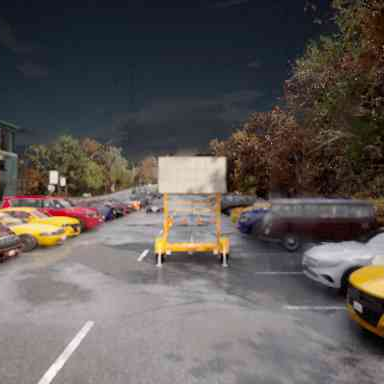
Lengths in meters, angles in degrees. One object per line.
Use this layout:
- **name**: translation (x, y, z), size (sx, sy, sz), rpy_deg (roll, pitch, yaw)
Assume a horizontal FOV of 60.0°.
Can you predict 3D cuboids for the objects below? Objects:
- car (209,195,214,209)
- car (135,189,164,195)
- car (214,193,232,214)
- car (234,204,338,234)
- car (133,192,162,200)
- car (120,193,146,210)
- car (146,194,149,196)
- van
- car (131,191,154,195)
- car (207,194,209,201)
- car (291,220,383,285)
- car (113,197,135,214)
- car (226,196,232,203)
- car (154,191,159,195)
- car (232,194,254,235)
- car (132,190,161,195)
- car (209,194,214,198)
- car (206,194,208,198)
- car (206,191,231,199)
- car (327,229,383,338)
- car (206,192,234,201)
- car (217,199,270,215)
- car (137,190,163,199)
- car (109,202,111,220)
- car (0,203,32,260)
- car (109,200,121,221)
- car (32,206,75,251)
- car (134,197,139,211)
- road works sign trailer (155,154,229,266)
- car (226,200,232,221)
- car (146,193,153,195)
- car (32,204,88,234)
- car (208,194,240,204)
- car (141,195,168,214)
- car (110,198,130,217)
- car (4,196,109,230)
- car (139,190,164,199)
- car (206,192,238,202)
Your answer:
- **car**: translation (4.859, 1.419, 35.887), size (5.366, 1.575, 1.946), rpy_deg (0, 1, 0)
- **car**: translation (-8.004, 0.585, 57.992), size (5.566, 2.045, 2.435), rpy_deg (0, 2, 0)
- **car**: translation (5.072, 1.231, 30.307), size (5.566, 2.045, 2.435), rpy_deg (0, 0, 0)
- **car**: translation (5.228, 1.504, 19.033), size (5.366, 1.575, 1.946), rpy_deg (0, 0, 0)
- **car**: translation (-8.038, 0.718, 60.793), size (5.008, 1.535, 2.097), rpy_deg (0, 2, 0)
- **car**: translation (-8.004, 1.258, 38.495), size (4.553, 1.767, 2.185), rpy_deg (0, 1, 0)
- **car**: translation (-8.006, 1.362, 41.284), size (4.792, 1.488, 2.163), rpy_deg (0, 1, 0)
- **van**: translation (4.926, 1.274, 13.463), size (4.442, 1.987, 1.878), rpy_deg (0, 0, 0)
- **car**: translation (-8.065, 1.079, 46.854), size (4.553, 1.767, 2.185), rpy_deg (0, 1, 0)
- **car**: translation (5.040, 1.200, 47.038), size (5.008, 1.535, 2.097), rpy_deg (0, 1, 0)
- **car**: translation (5.044, 1.533, 7.894), size (4.674, 1.452, 2.002), rpy_deg (0, 0, 0)
- **car**: translation (-8.042, 1.484, 30.140), size (5.008, 1.535, 2.097), rpy_deg (0, 0, 0)
- **car**: translation (5.075, 1.384, 24.727), size (4.553, 1.767, 2.185), rpy_deg (0, 0, 0)
- **car**: translation (-8.063, 1.072, 52.438), size (4.792, 1.488, 2.163), rpy_deg (0, 2, 0)
- **car**: translation (5.014, 1.252, 16.249), size (5.566, 2.045, 2.435), rpy_deg (0, 0, 0)
- **car**: translation (-8.039, 0.946, 55.215), size (4.892, 1.521, 2.231), rpy_deg (0, 2, 0)
- **car**: translation (5.039, 1.272, 44.121), size (4.892, 1.521, 2.231), rpy_deg (0, 1, 0)
- **car**: translation (5.041, 1.122, 49.827), size (5.008, 1.535, 2.097), rpy_deg (0, 2, 0)
- **car**: translation (5.050, 0.622, 63.765), size (4.674, 1.452, 2.002), rpy_deg (0, 3, 0)
- **car**: translation (5.046, 1.488, 5.108), size (5.008, 1.535, 2.097), rpy_deg (0, 0, 0)
- **car**: translation (5.076, 0.745, 60.855), size (4.792, 1.488, 2.163), rpy_deg (0, 3, 0)
- **car**: translation (5.050, 1.456, 33.098), size (5.008, 1.535, 2.097), rpy_deg (0, 1, 0)
- **car**: translation (-8.001, 0.465, 63.564), size (4.553, 1.767, 2.185), rpy_deg (0, 3, 0)
- **car**: translation (-8.040, 1.551, 21.778), size (4.674, 1.452, 2.002), rpy_deg (0, 0, 0)
- **car**: translation (-8.070, 1.371, 10.770), size (4.553, 1.767, 2.185), rpy_deg (0, 0, 0)
- **car**: translation (-8.066, 1.540, 24.564), size (4.792, 1.488, 2.163), rpy_deg (0, 0, 0)
- **car**: translation (-7.852, 1.497, 13.428), size (5.366, 1.575, 1.946), rpy_deg (0, 0, 0)
- **car**: translation (-8.033, 1.499, 32.930), size (4.674, 1.452, 2.002), rpy_deg (0, 0, 0)
- **road works sign trailer**: translation (0.002, 0.482, 11.554), size (2.380, 3.560, 2.880), rpy_deg (0, 0, 0)
- **car**: translation (5.038, 1.511, 21.942), size (5.008, 1.535, 2.097), rpy_deg (0, 0, 0)
- **car**: translation (-8.064, 1.302, 44.071), size (4.792, 1.488, 2.163), rpy_deg (0, 1, 0)
- **car**: translation (-8.043, 1.504, 16.212), size (5.008, 1.535, 2.097), rpy_deg (0, 0, 0)
- **car**: translation (5.017, 1.066, 52.617), size (4.792, 1.488, 2.163), rpy_deg (0, 2, 0)
- **car**: translation (-3.592, 1.452, 34.483), size (2.128, 1.511, 4.902), rpy_deg (0, 1, 0)
- **car**: translation (-8.041, 1.501, 27.351), size (5.008, 1.535, 2.097), rpy_deg (0, 0, 0)
- **car**: translation (-8.009, 1.256, 18.995), size (5.566, 2.045, 2.435), rpy_deg (0, 0, 0)
- **car**: translation (-8.003, 0.486, 66.354), size (4.792, 1.488, 2.163), rpy_deg (0, 3, 0)
- **car**: translation (5.233, 0.830, 58.064), size (5.366, 1.575, 1.946), rpy_deg (0, 2, 0)
